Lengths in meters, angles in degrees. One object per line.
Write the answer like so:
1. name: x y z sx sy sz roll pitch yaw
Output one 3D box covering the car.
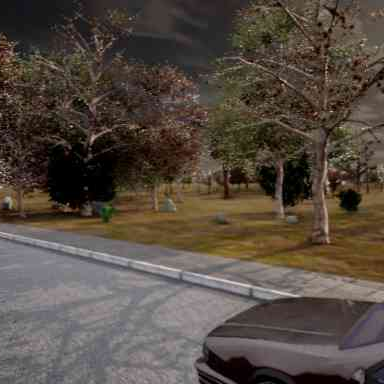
1. car: 2.547 1.512 2.383 5.357 1.411 2.033 0 1 41
